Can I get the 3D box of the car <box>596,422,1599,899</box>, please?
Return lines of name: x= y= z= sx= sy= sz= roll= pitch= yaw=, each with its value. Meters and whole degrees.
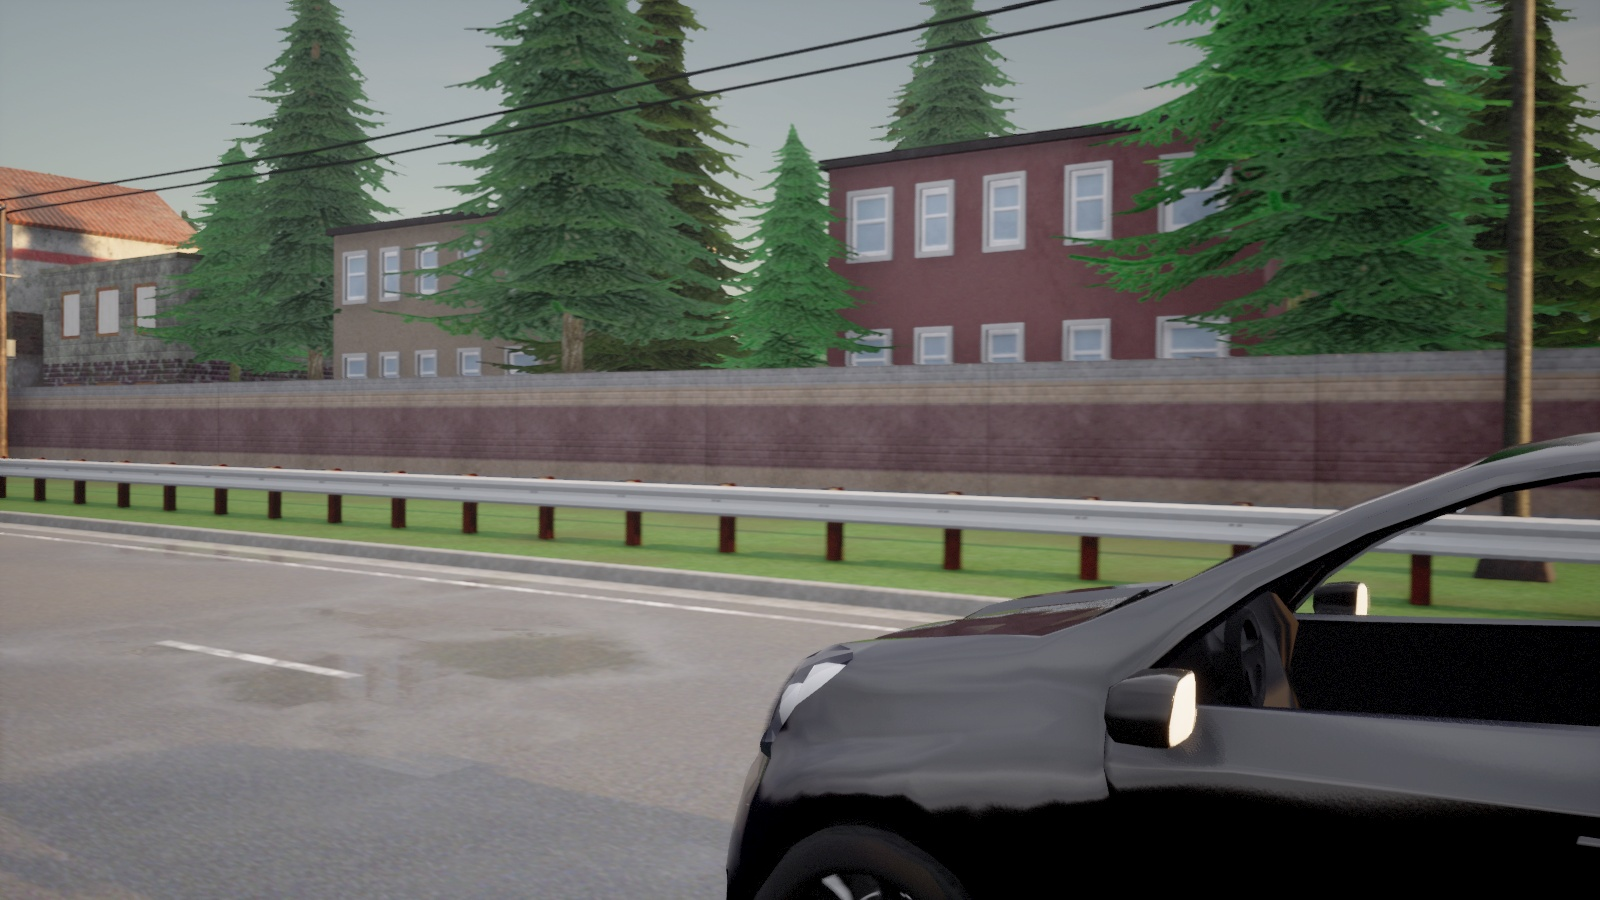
car: x=1.574 y=0.696 z=2.578 sx=3.633 sy=1.501 sz=1.845 roll=0 pitch=1 yaw=34
